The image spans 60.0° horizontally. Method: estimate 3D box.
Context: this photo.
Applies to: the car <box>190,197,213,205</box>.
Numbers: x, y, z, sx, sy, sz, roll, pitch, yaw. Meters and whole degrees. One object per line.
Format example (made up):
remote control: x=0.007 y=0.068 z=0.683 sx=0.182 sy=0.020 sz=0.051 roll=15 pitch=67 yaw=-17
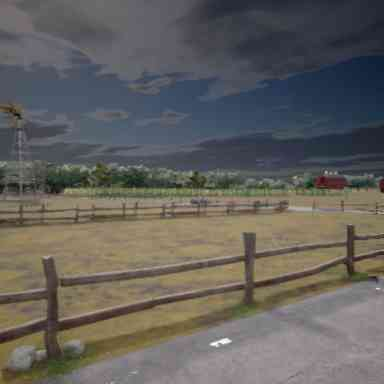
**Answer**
car: x=1.752 y=1.733 z=64.558 sx=2.033 sy=1.411 sz=5.357 roll=-1 pitch=1 yaw=-35
